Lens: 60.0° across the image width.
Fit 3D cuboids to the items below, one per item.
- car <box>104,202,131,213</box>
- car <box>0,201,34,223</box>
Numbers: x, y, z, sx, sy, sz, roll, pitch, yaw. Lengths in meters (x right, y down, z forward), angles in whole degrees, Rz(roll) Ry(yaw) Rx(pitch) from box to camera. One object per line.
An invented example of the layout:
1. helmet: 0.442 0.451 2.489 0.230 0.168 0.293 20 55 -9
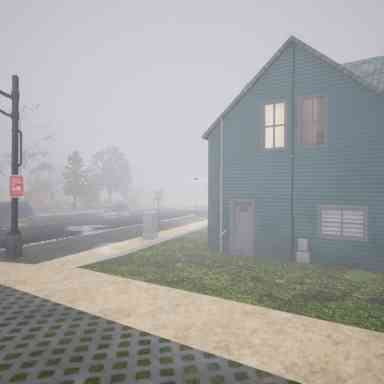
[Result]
1. car: -10.079 2.045 45.138 1.994 1.385 4.181 1 -1 20
2. car: -15.742 1.570 28.220 2.097 1.767 4.553 1 -1 17
